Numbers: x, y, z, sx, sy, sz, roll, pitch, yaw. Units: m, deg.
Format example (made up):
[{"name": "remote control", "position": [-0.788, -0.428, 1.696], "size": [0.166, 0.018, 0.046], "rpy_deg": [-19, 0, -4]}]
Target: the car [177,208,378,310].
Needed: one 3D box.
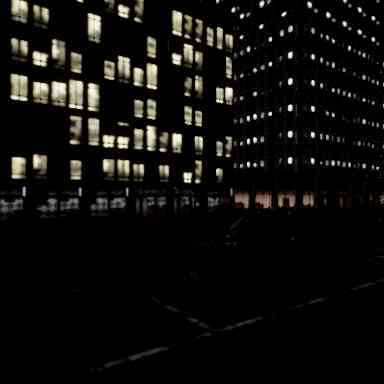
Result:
[{"name": "car", "position": [2.084, 1.344, 8.049], "size": [5.009, 1.841, 2.192], "rpy_deg": [0, 0, -35]}]

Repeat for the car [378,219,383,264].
[{"name": "car", "position": [6.699, 1.606, 11.339], "size": [4.403, 1.369, 2.008], "rpy_deg": [0, 0, -35]}]
